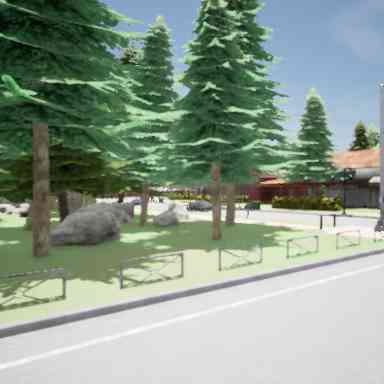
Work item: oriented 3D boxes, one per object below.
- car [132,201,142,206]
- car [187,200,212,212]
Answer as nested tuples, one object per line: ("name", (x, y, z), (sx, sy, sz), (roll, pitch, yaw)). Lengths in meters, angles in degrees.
("car", (-9.062, 1.693, 57.839), (1.994, 1.385, 4.181), (0, 0, -25))
("car", (1.210, 1.687, 39.936), (1.994, 1.385, 4.181), (0, 0, -34))
